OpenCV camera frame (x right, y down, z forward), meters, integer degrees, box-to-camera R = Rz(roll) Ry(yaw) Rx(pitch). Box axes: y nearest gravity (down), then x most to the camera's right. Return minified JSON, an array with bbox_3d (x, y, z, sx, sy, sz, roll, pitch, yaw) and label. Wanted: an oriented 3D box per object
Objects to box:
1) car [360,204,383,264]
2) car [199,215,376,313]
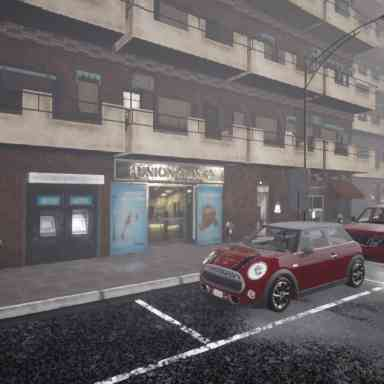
[{"bbox_3d":[6.628,1.320,10.844,5.009,1.841,2.192,0,0,-36],"label":"car"},{"bbox_3d":[2.126,1.442,7.621,4.097,1.590,1.967,0,0,-36],"label":"car"}]
